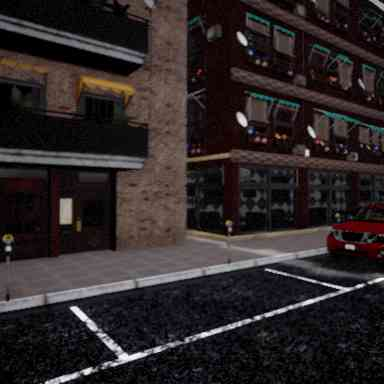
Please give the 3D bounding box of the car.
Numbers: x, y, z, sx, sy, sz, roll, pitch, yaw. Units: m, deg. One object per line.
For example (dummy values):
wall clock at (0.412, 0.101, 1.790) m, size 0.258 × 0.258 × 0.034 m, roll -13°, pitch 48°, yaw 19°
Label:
car at (6.760, 1.324, 11.377) m, size 5.009 × 1.841 × 2.192 m, roll 0°, pitch 0°, yaw -35°
